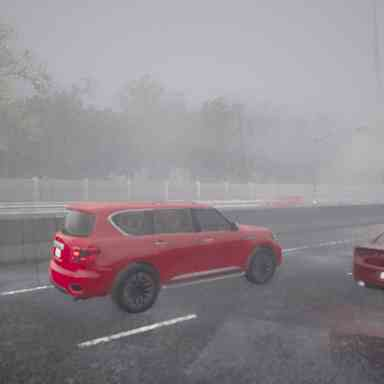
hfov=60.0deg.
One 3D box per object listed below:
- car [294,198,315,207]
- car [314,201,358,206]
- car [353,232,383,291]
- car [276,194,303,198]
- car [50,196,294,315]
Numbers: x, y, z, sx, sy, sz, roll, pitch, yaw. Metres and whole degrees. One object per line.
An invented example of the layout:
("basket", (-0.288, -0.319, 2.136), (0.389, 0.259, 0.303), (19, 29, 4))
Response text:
("car", (12.116, 1.596, 34.136), (5.357, 1.411, 2.033), (0, 0, -35))
("car", (14.276, 1.596, 31.378), (5.357, 1.411, 2.033), (0, 0, -35))
("car", (5.843, 1.488, 7.929), (5.008, 1.535, 1.882), (0, 0, -35))
("car", (10.332, 1.271, 37.162), (5.566, 2.045, 2.150), (0, 0, -35))
("car", (-0.335, 1.229, 7.838), (5.566, 2.045, 2.150), (0, 0, -35))
